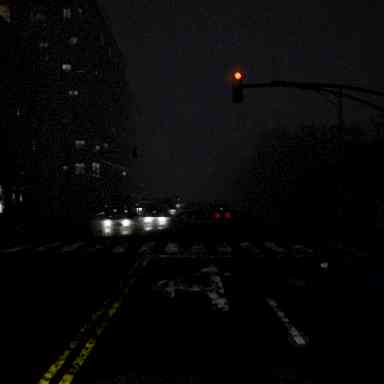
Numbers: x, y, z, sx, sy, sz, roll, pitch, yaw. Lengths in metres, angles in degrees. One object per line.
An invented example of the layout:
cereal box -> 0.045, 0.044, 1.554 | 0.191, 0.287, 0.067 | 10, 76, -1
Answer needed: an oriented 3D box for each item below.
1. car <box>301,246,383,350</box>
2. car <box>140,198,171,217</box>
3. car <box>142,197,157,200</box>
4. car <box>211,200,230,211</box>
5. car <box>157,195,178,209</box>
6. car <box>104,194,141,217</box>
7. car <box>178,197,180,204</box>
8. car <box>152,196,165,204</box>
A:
car -> 3.354, 1.546, 5.038 | 2.033, 1.411, 5.357 | 0, 0, 0
car -> -3.332, 1.570, 31.372 | 1.994, 1.385, 4.181 | 0, 0, 0
car -> -6.562, 1.529, 48.446 | 1.812, 1.442, 4.674 | 0, 0, 0
car -> 3.376, 1.601, 40.212 | 1.895, 1.301, 4.718 | 0, 0, 0
car -> -3.320, 1.480, 45.540 | 1.882, 1.535, 5.008 | 0, 0, 0
car -> -6.579, 1.228, 31.237 | 2.150, 2.045, 5.566 | 0, 0, 0
car -> -3.279, 1.363, 61.453 | 2.097, 1.767, 4.553 | 0, 0, 0
car -> -6.494, 1.578, 64.814 | 1.994, 1.385, 4.181 | 0, 0, 0
